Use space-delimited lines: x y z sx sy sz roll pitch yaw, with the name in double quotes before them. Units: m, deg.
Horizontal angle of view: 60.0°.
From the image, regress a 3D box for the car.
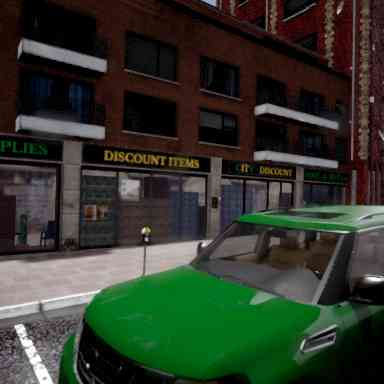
"car" 1.436 1.224 3.973 5.566 2.045 2.150 0 0 -36
